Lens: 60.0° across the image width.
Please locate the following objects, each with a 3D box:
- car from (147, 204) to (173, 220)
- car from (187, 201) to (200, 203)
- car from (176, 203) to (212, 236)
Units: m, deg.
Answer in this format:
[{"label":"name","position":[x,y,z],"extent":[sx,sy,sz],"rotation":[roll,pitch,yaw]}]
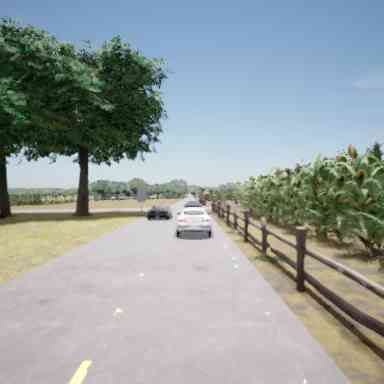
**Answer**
[{"label":"car","position":[-2.783,1.732,29.163],"extent":[1.895,1.301,4.718],"rotation":[0,-1,1]},{"label":"car","position":[0.105,1.689,34.246],"extent":[1.837,1.490,4.892],"rotation":[0,-1,0]},{"label":"car","position":[0.106,1.572,18.516],"extent":[1.812,1.442,4.674],"rotation":[0,-1,0]}]
